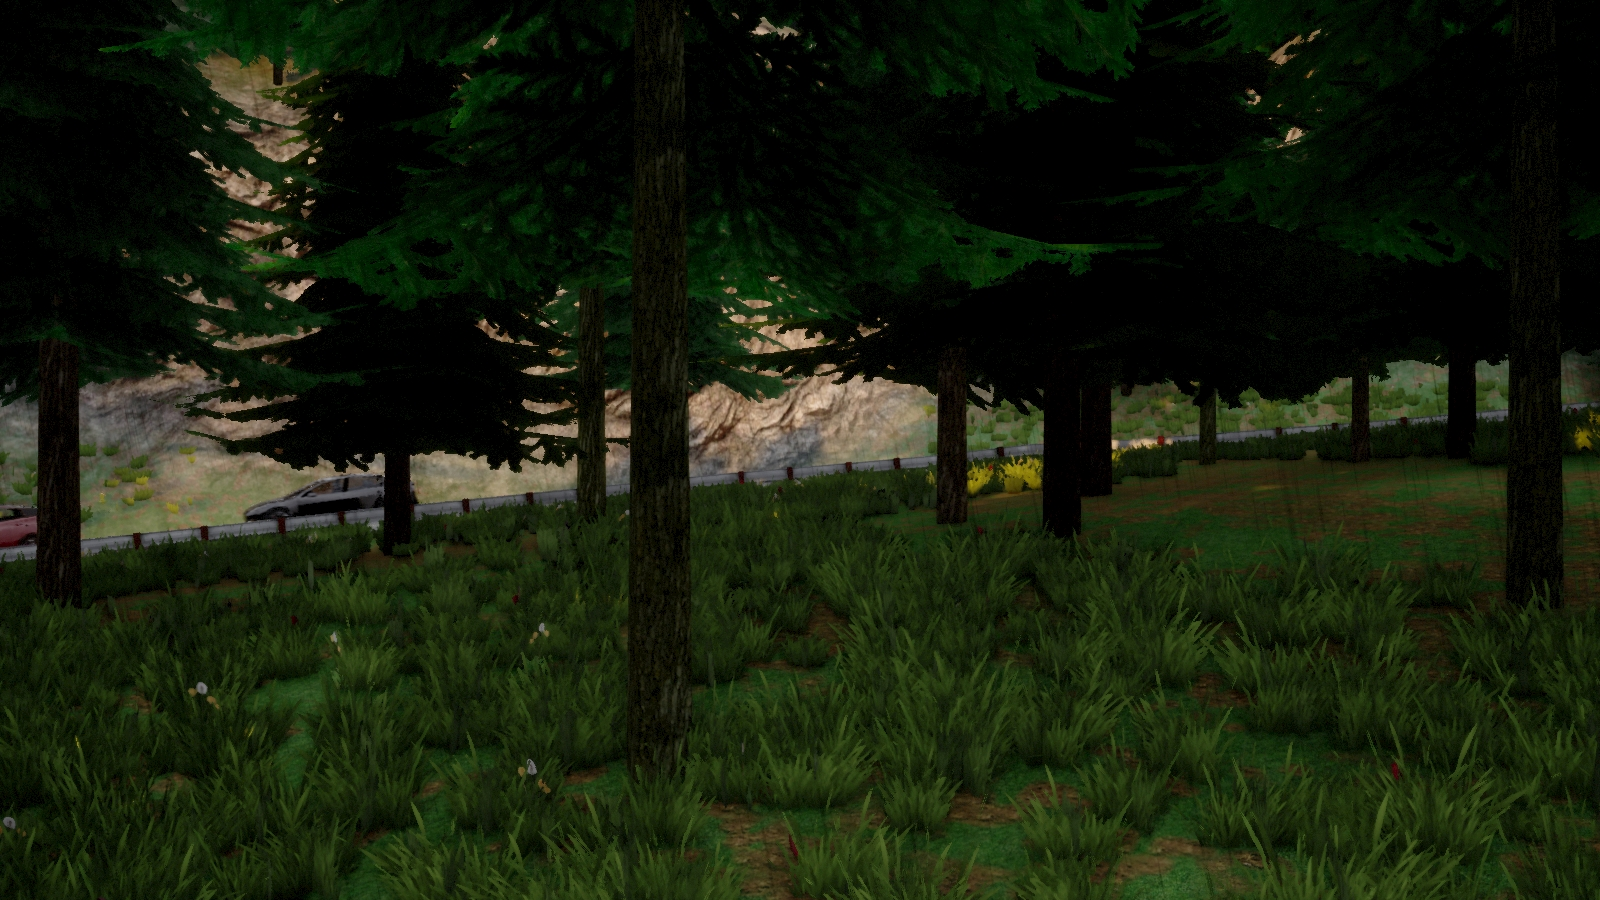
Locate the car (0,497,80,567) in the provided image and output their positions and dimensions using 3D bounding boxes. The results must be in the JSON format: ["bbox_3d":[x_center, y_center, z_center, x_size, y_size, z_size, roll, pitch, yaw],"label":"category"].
[{"bbox_3d":[-20.850,2.170,28.446,4.514,1.525,2.007,-6,3,-44],"label":"car"}]

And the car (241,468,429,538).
[{"bbox_3d":[-13.712,1.500,33.763,4.792,1.488,2.163,-5,3,-31],"label":"car"}]
